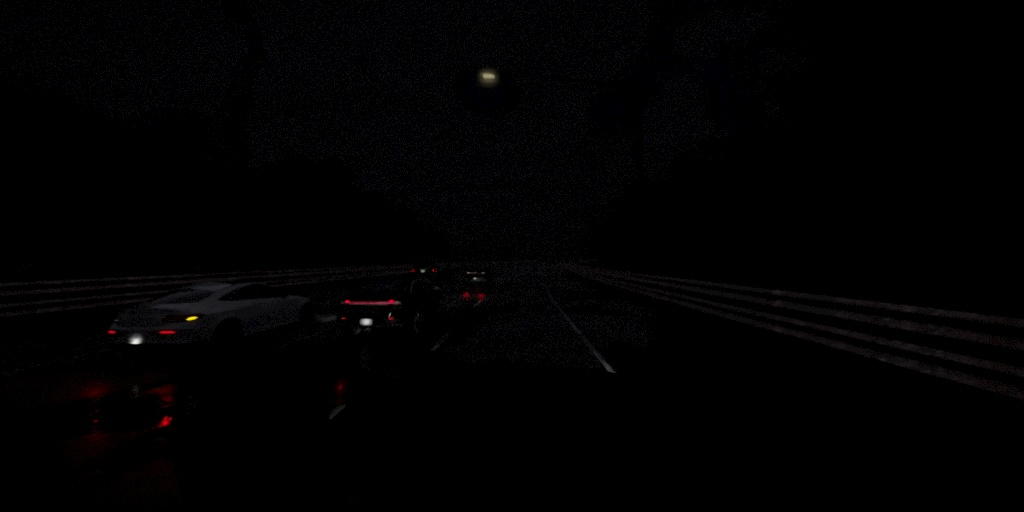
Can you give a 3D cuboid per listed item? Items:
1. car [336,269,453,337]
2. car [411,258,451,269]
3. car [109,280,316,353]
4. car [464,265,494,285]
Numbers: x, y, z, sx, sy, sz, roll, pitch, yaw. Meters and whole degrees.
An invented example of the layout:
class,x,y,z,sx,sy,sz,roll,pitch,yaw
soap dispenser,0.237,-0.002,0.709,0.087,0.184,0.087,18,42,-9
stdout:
class,x,y,z,sx,sy,sz,roll,pitch,yaw
car,-3.286,1.317,10.604,2.128,1.511,4.902,0,-1,1
car,-6.158,1.195,27.947,2.150,2.045,5.566,0,0,3
car,-6.833,1.325,8.850,1.812,1.442,4.674,0,-1,1
car,-2.582,1.482,28.835,2.128,1.511,4.902,0,0,3
